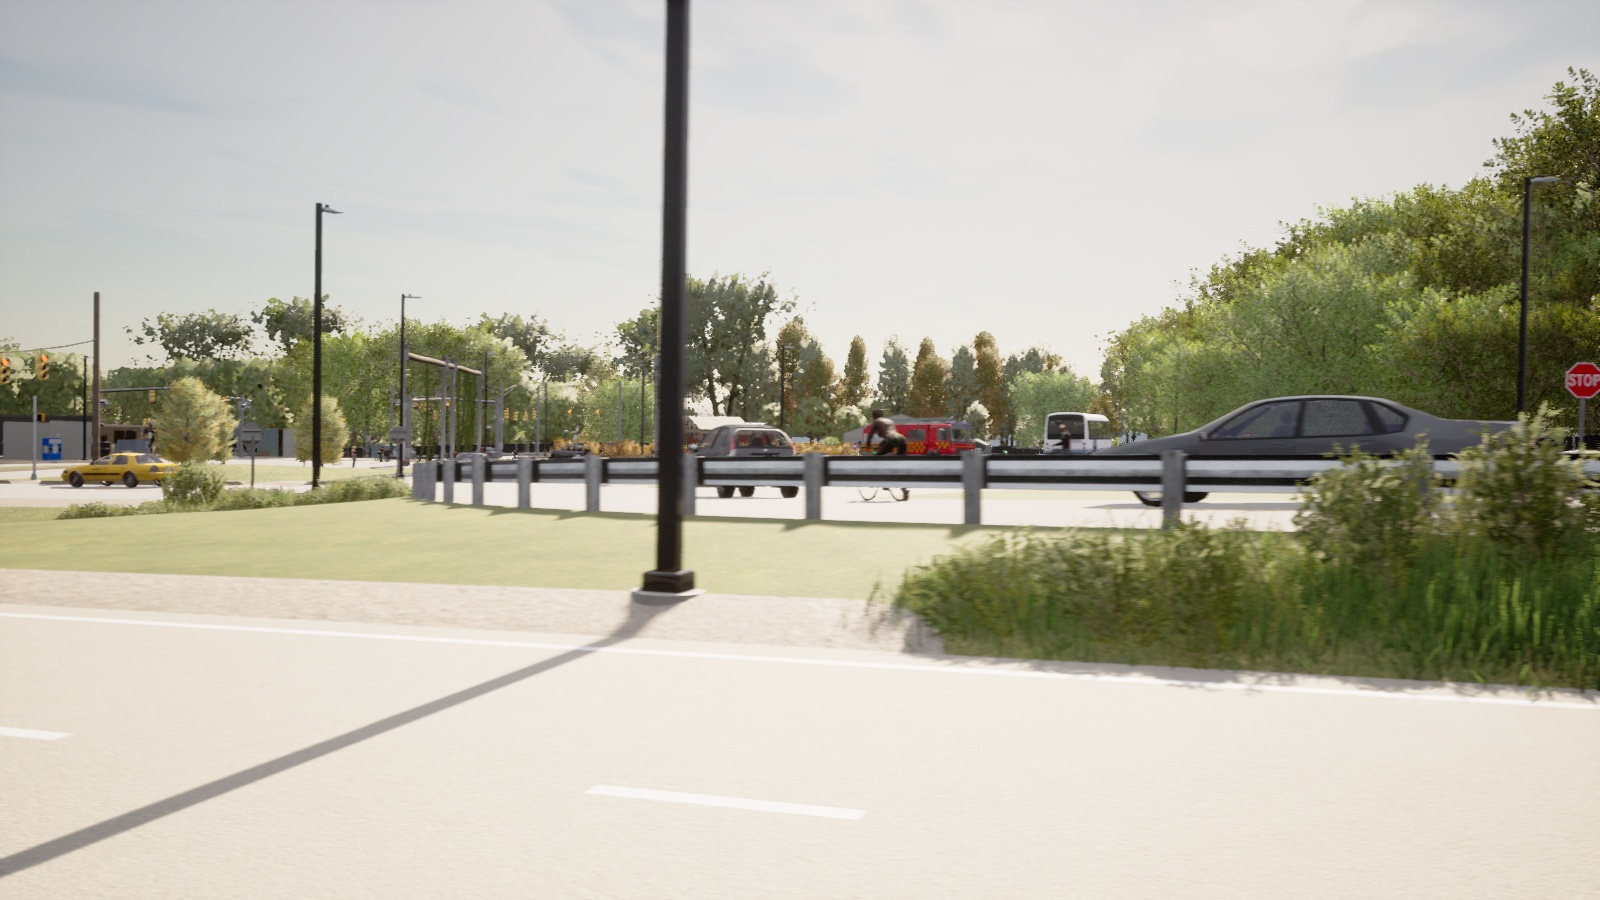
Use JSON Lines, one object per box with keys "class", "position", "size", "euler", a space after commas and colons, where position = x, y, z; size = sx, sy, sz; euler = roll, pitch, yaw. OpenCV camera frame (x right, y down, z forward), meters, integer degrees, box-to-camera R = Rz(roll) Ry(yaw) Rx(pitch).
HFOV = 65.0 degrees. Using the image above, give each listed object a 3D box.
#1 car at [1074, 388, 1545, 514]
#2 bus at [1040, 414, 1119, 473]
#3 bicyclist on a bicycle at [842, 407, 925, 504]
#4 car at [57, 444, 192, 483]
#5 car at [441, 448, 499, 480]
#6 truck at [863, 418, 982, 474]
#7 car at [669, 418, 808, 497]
{"class": "car", "position": [6.497, 0.061, 16.283], "size": [5.357, 1.411, 2.033], "euler": [-1, -1, 32]}
{"class": "bus", "position": [21.439, -0.480, 95.792], "size": [3.944, 4.253, 10.273], "euler": [0, 0, 24]}
{"class": "bicyclist on a bicycle", "position": [1.441, 0.112, 21.942], "size": [0.582, 1.620, 1.656], "euler": [1, -2, -31]}
{"class": "car", "position": [-28.678, 0.555, 53.323], "size": [5.366, 1.575, 1.801], "euler": [0, 1, 18]}
{"class": "car", "position": [-16.599, 0.723, 63.362], "size": [2.128, 1.511, 4.902], "euler": [1, -1, -7]}
{"class": "truck", "position": [8.669, -0.289, 89.651], "size": [8.468, 3.827, 2.891], "euler": [0, -1, 44]}
{"class": "car", "position": [-1.456, 0.205, 28.062], "size": [1.851, 1.617, 3.988], "euler": [1, -2, -22]}
